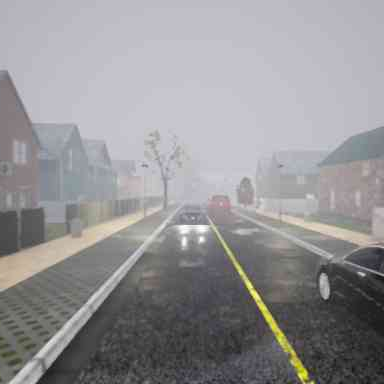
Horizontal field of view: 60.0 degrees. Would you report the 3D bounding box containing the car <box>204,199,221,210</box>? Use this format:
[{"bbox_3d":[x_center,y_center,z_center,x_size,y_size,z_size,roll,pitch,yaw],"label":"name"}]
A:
[{"bbox_3d":[2.869,1.674,47.099,2.033,1.411,5.357,0,0,0],"label":"car"}]

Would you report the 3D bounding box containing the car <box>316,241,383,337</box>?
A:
[{"bbox_3d":[3.579,1.524,5.291,1.837,1.490,4.892,0,0,0],"label":"car"}]

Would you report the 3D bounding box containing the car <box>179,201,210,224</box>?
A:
[{"bbox_3d":[0.057,1.606,24.975,1.994,1.385,4.181,0,0,0],"label":"car"}]

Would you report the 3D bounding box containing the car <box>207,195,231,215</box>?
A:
[{"bbox_3d":[2.898,1.297,34.734,2.150,2.045,5.566,0,-1,2],"label":"car"}]
